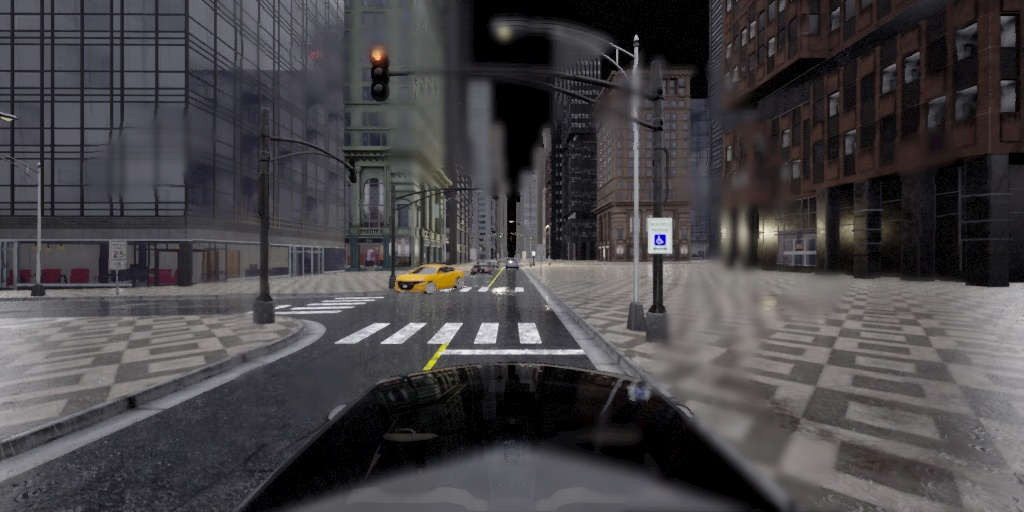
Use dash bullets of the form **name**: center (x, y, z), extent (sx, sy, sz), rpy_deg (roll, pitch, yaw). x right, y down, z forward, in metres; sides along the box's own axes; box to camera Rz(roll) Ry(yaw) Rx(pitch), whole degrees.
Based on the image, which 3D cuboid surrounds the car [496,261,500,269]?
- **car**: center (-3.005, 1.328, 56.426), extent (1.994, 1.385, 4.181), rpy_deg (0, 0, 1)

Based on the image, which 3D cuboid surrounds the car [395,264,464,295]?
- **car**: center (-4.508, 1.240, 20.347), extent (1.882, 1.535, 5.008), rpy_deg (0, 0, 20)

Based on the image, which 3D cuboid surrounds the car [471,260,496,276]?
- **car**: center (-3.088, 1.316, 37.550), extent (1.994, 1.385, 4.181), rpy_deg (0, 0, 0)

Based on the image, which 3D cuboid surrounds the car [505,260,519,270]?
- **car**: center (0.015, 1.325, 53.451), extent (1.994, 1.385, 4.181), rpy_deg (0, 0, 0)
